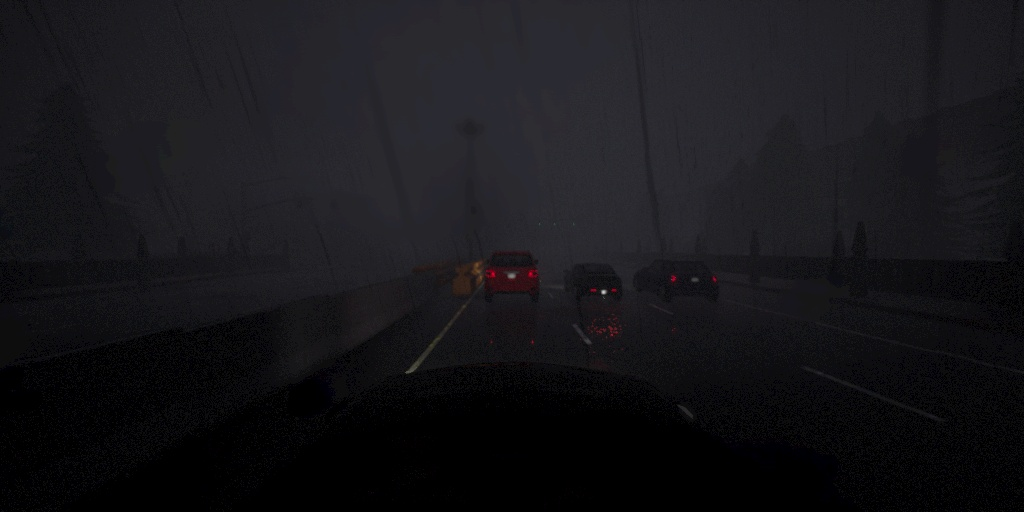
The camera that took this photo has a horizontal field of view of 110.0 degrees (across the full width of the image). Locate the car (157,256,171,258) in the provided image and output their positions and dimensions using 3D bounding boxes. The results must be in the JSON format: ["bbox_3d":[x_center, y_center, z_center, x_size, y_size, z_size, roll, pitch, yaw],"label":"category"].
[{"bbox_3d":[-43.916,0.324,43.354,4.892,1.490,1.837,0,2,0],"label":"car"}]

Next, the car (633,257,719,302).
[{"bbox_3d":[7.004,0.885,15.820,2.097,1.767,4.553,0,1,0],"label":"car"}]

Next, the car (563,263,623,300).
[{"bbox_3d":[3.507,1.037,16.053,1.837,1.490,4.892,0,2,0],"label":"car"}]

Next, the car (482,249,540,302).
[{"bbox_3d":[0.003,0.753,15.786,2.150,2.045,5.566,0,2,0],"label":"car"}]
